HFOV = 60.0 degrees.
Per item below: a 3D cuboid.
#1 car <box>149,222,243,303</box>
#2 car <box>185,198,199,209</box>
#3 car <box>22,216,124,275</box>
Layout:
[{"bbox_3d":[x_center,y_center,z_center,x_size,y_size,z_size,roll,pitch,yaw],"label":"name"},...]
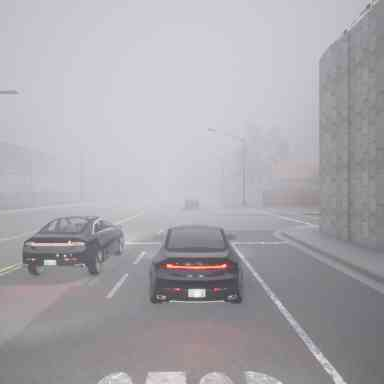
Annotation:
[{"bbox_3d":[0.080,1.505,8.181,1.837,1.490,4.892,0,0,0],"label":"car"},{"bbox_3d":[-0.013,1.491,44.174,2.128,1.511,4.902,0,0,0],"label":"car"},{"bbox_3d":[-3.426,1.492,10.450,2.128,1.511,4.902,0,0,0],"label":"car"}]
